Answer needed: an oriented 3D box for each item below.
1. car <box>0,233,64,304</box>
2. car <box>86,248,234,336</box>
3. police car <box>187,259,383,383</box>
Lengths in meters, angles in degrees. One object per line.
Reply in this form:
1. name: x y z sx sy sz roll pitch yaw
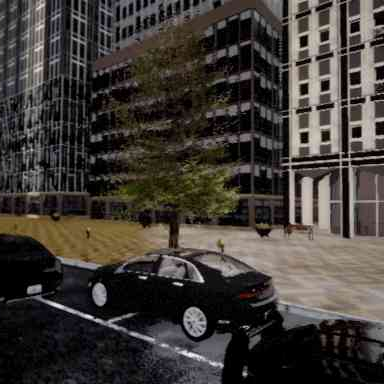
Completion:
1. car: -5.139 1.793 8.359 4.892 1.490 1.837 -1 -3 38
2. car: -0.437 1.853 6.942 4.403 1.369 2.008 -1 -4 38
3. police car: 2.636 1.576 2.248 5.238 1.638 1.930 -1 -3 38
